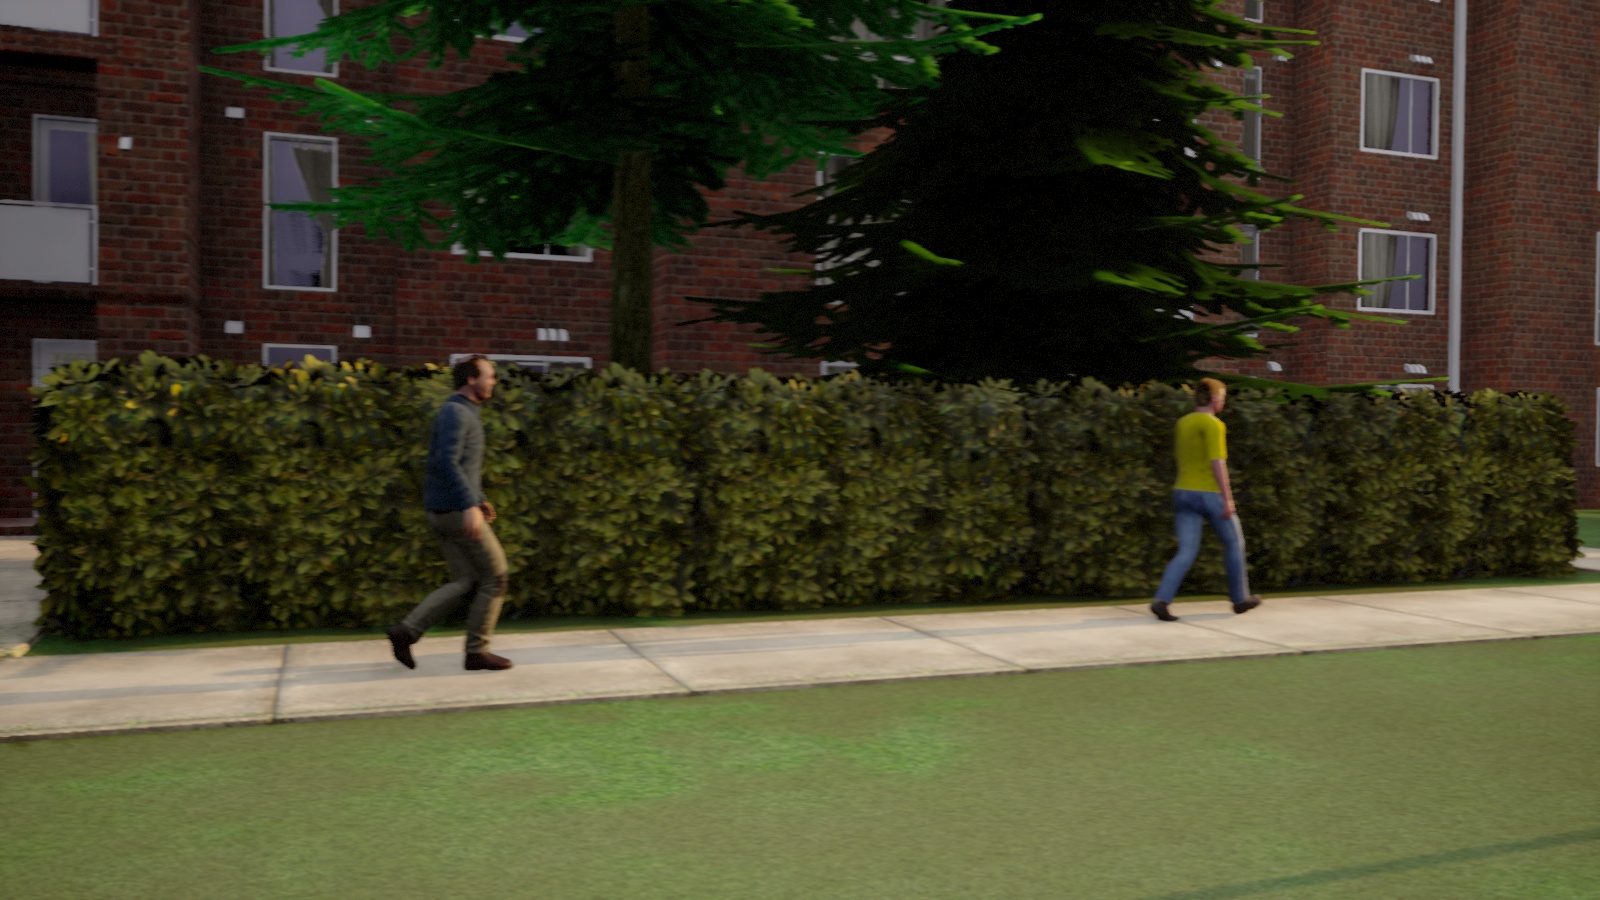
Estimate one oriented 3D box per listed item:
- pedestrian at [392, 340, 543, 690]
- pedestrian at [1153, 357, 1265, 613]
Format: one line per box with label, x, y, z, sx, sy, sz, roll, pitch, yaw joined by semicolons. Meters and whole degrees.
pedestrian;-1.838;0.334;6.934;0.726;1.842;0.402;-1;1;-24
pedestrian;3.019;0.243;9.270;0.706;1.836;0.354;-1;1;-21
